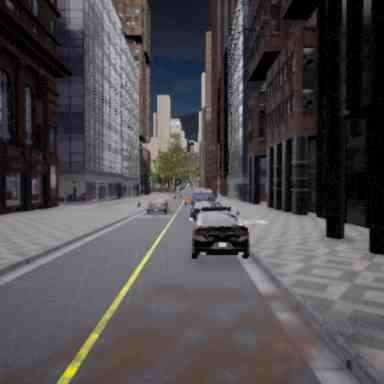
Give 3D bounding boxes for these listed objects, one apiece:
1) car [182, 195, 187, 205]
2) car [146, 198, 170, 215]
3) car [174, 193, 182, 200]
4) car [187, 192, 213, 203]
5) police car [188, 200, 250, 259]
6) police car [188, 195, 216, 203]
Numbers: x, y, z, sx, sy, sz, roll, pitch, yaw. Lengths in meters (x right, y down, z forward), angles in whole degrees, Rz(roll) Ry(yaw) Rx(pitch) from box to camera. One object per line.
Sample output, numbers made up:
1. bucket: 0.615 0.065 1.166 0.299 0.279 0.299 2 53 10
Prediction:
1. car: 0.015 0.969 49.164 2.097 1.767 4.553 0 0 0
2. car: -3.095 1.292 31.061 1.812 1.442 4.674 0 0 0
3. car: -2.998 0.902 72.234 1.837 1.490 4.892 0 1 0
4. car: 0.901 1.012 28.331 2.150 2.045 5.566 0 0 0
5. police car: 0.901 1.334 12.413 1.930 1.638 5.238 0 0 0
6. police car: 0.900 1.259 22.413 1.930 1.638 5.238 0 0 0
